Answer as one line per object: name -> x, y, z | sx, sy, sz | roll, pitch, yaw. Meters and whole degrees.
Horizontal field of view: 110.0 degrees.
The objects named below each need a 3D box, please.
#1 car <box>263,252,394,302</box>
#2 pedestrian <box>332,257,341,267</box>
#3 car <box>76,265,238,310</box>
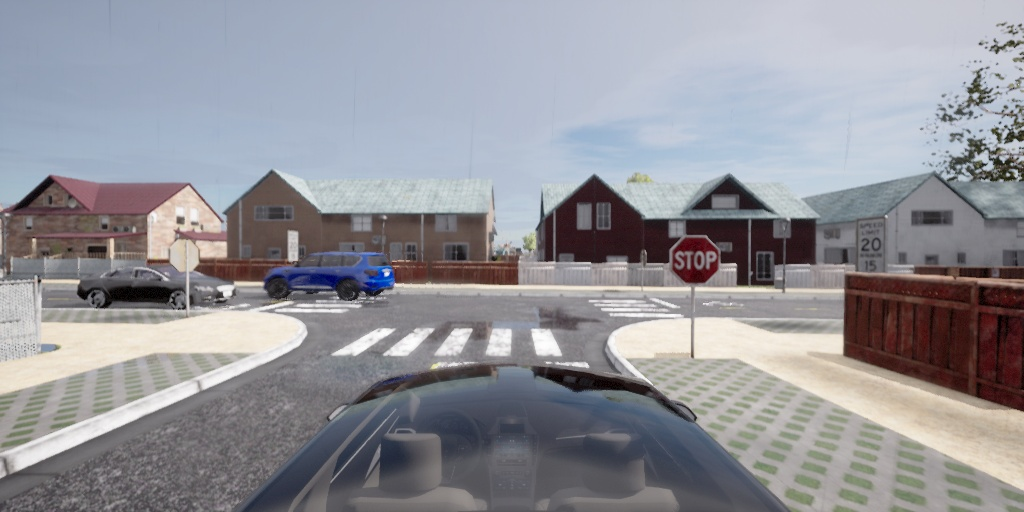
car -> -8.118, 0.854, 16.067 | 5.566, 2.045, 2.150 | 1, -1, 9
pedestrian -> -9.329, 0.748, 18.933 | 0.375, 1.860, 0.375 | 0, 0, 1
car -> -12.834, 1.091, 13.156 | 4.902, 1.511, 2.128 | 1, 0, 1
